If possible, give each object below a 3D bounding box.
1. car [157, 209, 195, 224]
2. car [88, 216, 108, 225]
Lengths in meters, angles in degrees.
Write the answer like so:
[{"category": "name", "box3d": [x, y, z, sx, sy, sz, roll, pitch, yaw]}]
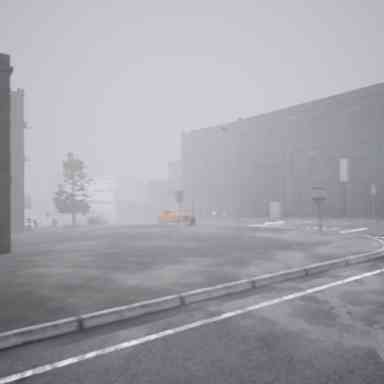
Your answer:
[{"category": "car", "box3d": [-1.688, 2.454, 33.677, 1.882, 1.535, 5.008, 0, -5, -36]}, {"category": "car", "box3d": [-14.526, 4.410, 51.212, 2.128, 1.511, 4.902, 0, -5, -36]}]
